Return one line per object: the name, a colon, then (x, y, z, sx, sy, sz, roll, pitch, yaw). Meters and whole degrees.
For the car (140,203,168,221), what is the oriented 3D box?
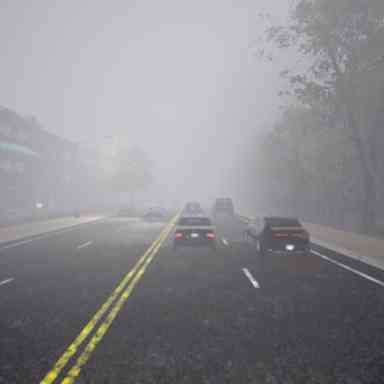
car: (-3.366, 1.966, 31.392, 1.895, 1.301, 4.718, 0, -1, 0)

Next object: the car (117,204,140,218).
car: (-6.612, 1.974, 35.336, 1.994, 1.385, 4.181, 0, -1, 0)

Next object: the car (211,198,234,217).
car: (3.329, 1.650, 36.803, 2.150, 2.045, 5.566, 0, -1, 0)

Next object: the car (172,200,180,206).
car: (-3.511, 2.365, 73.033, 1.895, 1.301, 4.718, 0, -1, -1)

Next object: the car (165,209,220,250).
car: (0.095, 1.725, 15.150, 2.033, 1.411, 5.357, 0, -1, 0)

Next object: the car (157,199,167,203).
car: (-6.817, 2.347, 76.336, 1.994, 1.385, 4.181, 0, -1, -1)

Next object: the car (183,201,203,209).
car: (0.081, 1.769, 35.900, 2.097, 1.767, 4.553, 0, -1, 0)

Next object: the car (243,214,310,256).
car: (3.341, 1.667, 13.770, 1.837, 1.490, 4.892, 0, -1, 0)
